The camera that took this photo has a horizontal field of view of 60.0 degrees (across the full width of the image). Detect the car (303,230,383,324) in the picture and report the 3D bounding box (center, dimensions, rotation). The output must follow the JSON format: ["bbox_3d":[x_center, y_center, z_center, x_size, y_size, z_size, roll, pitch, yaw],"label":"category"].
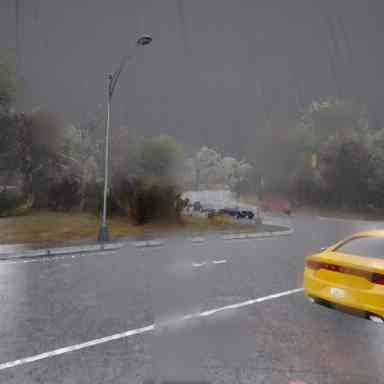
[{"bbox_3d":[4.431,1.544,6.915,5.008,1.535,1.882,1,-1,-35],"label":"car"}]

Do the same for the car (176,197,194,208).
[{"bbox_3d":[-1.236,1.695,53.687,1.994,1.385,4.181,2,2,-14],"label":"car"}]

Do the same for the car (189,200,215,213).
[{"bbox_3d":[1.515,1.923,44.075,1.837,1.490,4.892,2,1,-18],"label":"car"}]

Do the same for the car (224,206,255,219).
[{"bbox_3d":[4.706,2.145,35.463,1.895,1.301,4.718,3,-1,-22],"label":"car"}]

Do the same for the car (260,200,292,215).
[{"bbox_3d":[11.759,2.089,46.864,2.150,2.045,5.566,2,1,-18],"label":"car"}]
